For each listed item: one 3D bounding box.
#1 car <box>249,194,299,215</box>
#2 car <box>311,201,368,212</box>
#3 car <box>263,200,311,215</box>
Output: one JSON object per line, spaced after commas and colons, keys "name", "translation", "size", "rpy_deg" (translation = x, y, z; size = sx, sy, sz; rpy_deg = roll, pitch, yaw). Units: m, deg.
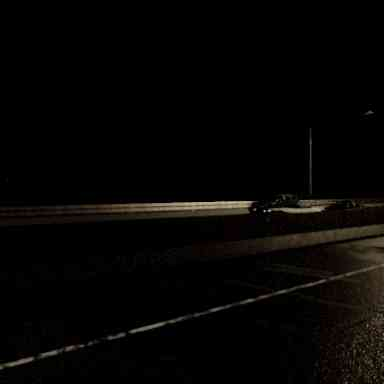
{"name": "car", "translation": [7.823, 1.205, 31.066], "size": [5.566, 2.045, 2.150], "rpy_deg": [0, 0, -35]}
{"name": "car", "translation": [11.407, 1.489, 25.023], "size": [4.892, 1.490, 1.837], "rpy_deg": [0, 0, -35]}
{"name": "car", "translation": [8.351, 1.586, 27.145], "size": [4.718, 1.301, 1.895], "rpy_deg": [0, 0, -35]}
